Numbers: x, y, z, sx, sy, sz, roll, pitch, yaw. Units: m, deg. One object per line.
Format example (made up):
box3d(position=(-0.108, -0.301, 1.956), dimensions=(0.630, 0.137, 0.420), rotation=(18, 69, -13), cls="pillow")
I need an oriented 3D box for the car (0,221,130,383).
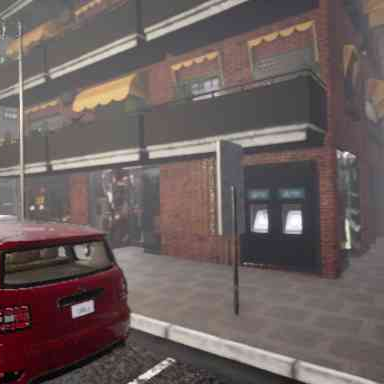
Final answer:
box3d(position=(-3.116, 1.367, 4.967), dimensions=(5.009, 1.841, 2.192), rotation=(-1, -2, 35), cls="car")
